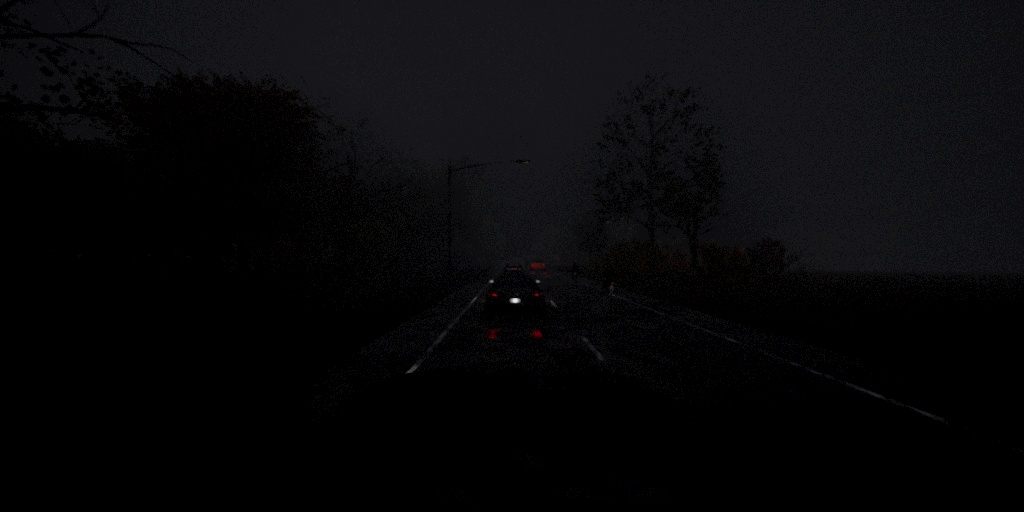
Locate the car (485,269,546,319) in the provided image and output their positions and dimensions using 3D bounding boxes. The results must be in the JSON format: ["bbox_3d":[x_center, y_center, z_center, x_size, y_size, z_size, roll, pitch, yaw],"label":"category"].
[{"bbox_3d":[0.100,1.334,12.950,1.994,1.385,4.181,0,0,0],"label":"car"}]

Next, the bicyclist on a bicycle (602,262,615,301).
[{"bbox_3d":[4.470,1.150,16.752,0.659,1.776,1.843,0,0,0],"label":"bicyclist on a bicycle"}]

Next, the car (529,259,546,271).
[{"bbox_3d":[3.613,1.194,51.305,2.097,1.767,4.553,0,0,0],"label":"car"}]

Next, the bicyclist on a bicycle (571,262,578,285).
[{"bbox_3d":[4.472,1.249,25.560,0.582,1.620,1.656,0,0,0],"label":"bicyclist on a bicycle"}]

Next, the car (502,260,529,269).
[{"bbox_3d":[0.107,1.298,32.300,2.128,1.511,4.902,0,0,0],"label":"car"}]
